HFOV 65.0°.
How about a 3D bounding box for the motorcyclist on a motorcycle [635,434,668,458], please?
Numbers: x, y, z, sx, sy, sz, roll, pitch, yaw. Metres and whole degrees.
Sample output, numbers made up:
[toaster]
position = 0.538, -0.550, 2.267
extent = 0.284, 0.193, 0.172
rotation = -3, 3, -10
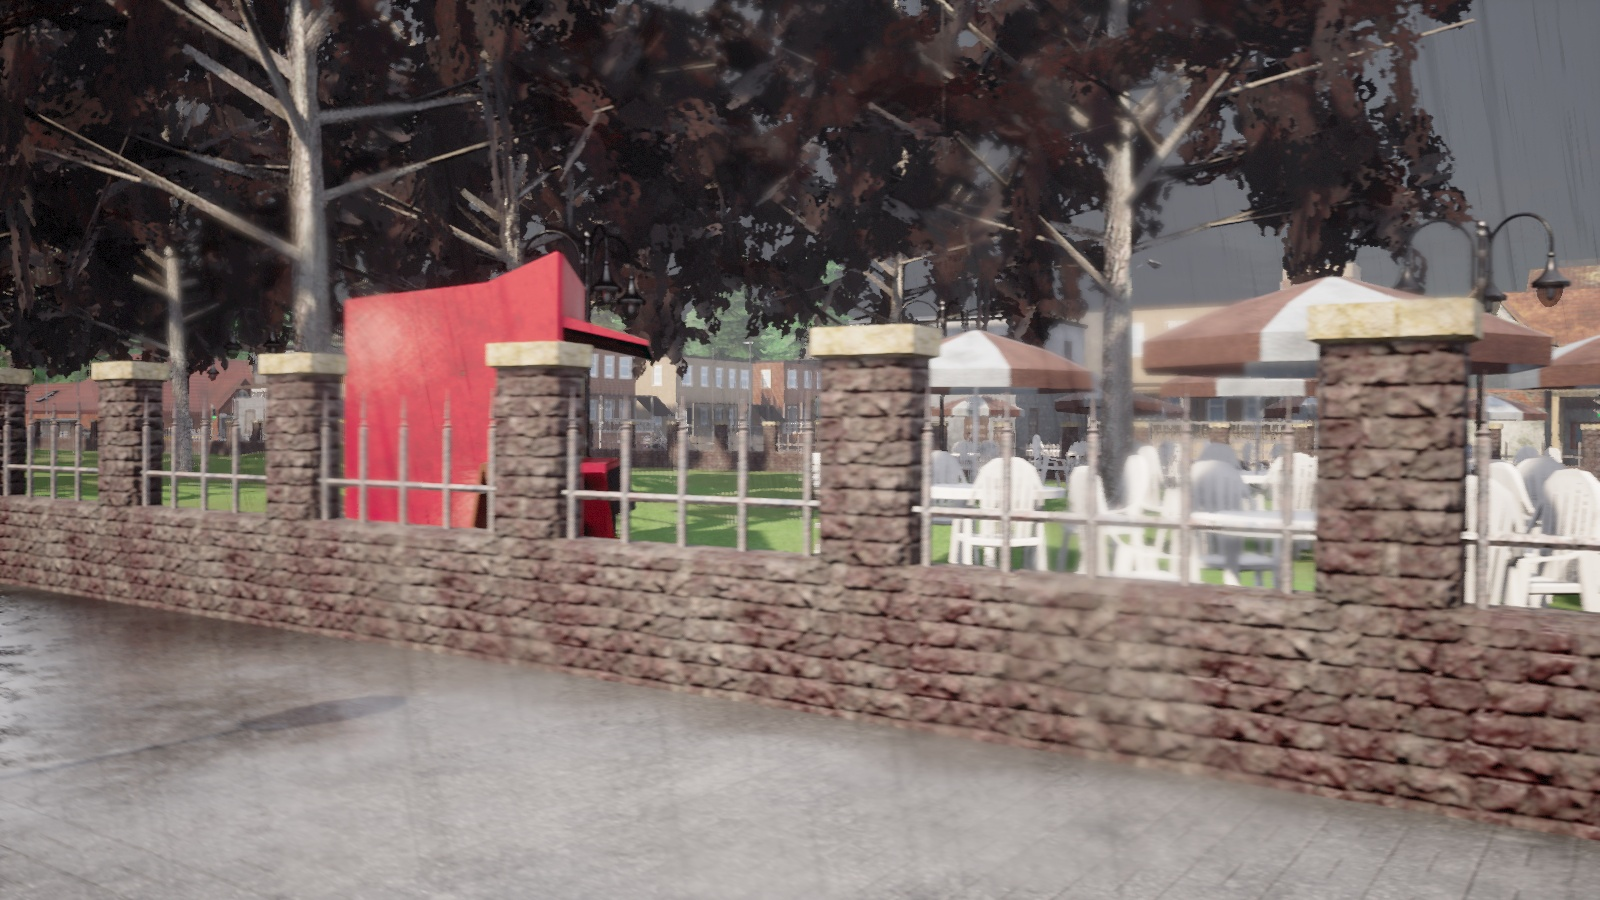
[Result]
[motorcyclist on a motorcycle]
position = -9.579, -0.244, 81.048
extent = 0.866, 1.530, 2.191
rotation = 0, 1, 35
